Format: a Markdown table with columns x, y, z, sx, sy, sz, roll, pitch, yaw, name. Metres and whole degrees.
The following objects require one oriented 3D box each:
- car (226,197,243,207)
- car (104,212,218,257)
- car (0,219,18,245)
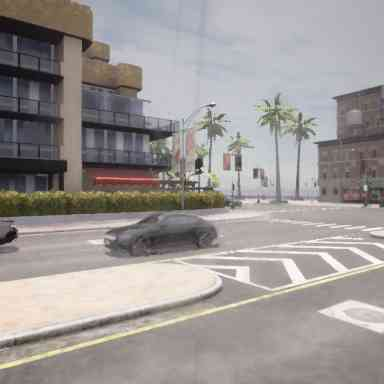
| x | y | z | sx | sy | sz | roll | pitch | yaw | name |
| --- | --- | --- | --- | --- | --- | --- | --- | --- | --- |
| 5.755 | 1.505 | 51.583 | 1.837 | 1.490 | 4.892 | 0 | 0 | -35 | car |
| -1.063 | 1.526 | 13.040 | 4.674 | 1.442 | 1.812 | 0 | 0 | -35 | car |
| -8.913 | 1.492 | 11.763 | 4.902 | 1.511 | 2.128 | 0 | 0 | -35 | car |
